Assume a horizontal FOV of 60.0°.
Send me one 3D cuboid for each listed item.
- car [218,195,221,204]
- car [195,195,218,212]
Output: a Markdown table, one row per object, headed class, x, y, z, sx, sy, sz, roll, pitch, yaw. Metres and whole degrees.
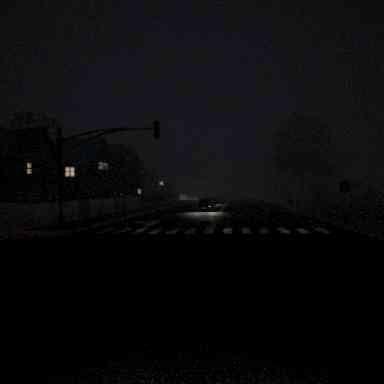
| class | x | y | z | sx | sy | sz | roll | pitch | yaw |
| --- | --- | --- | --- | --- | --- | --- | --- | --- | --- |
| car | 3.929 | 1.271 | 55.789 | 2.033 | 1.411 | 5.357 | -1 | 0 | 7 |
| car | 1.551 | 1.383 | 36.590 | 1.837 | 1.490 | 4.892 | -1 | 1 | 7 |
